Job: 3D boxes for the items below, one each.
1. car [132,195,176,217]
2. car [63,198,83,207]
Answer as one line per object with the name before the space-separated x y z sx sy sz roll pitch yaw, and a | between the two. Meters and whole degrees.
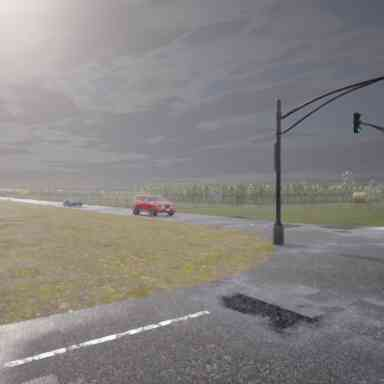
car | -3.771 1.265 32.022 2.150 2.045 5.566 0 0 -36
car | -19.019 1.638 53.121 2.033 1.411 5.357 0 0 -35
